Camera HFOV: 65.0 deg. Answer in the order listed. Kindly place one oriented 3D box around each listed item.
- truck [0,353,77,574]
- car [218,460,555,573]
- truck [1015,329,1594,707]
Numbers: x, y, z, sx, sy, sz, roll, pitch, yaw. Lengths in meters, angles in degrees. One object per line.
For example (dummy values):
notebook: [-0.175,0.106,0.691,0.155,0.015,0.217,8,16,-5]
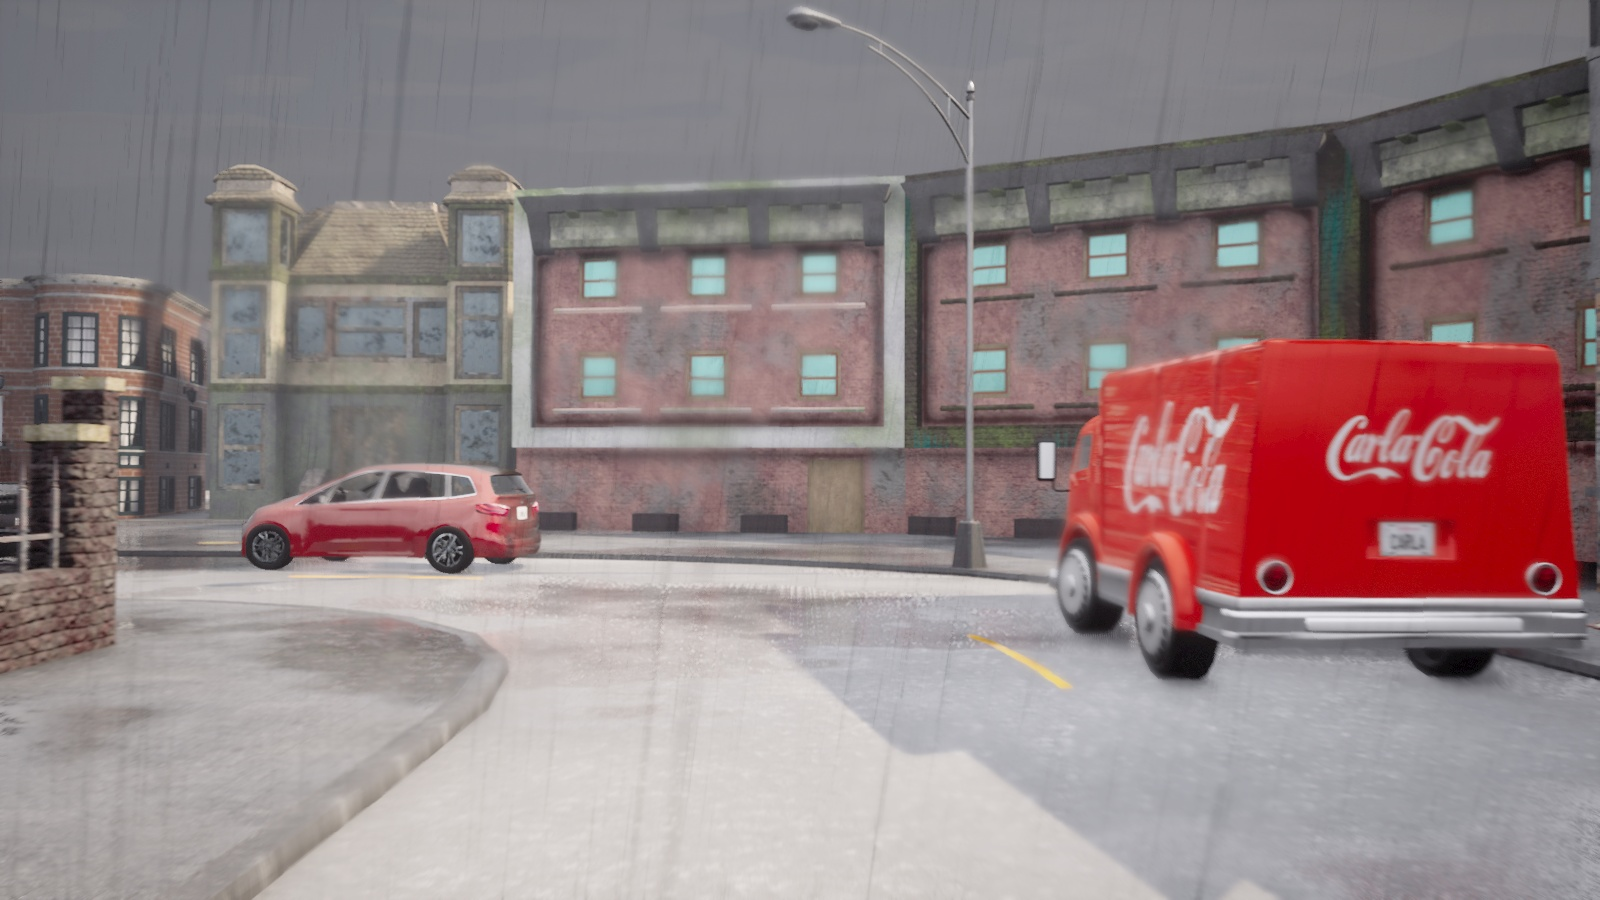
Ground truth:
truck: [-16.491,0.238,20.267,7.936,3.462,2.891,0,-1,-1]
car: [-6.526,1.022,20.110,4.611,1.667,2.242,0,-1,9]
truck: [3.797,0.496,10.895,2.627,2.467,5.204,0,-1,-4]
